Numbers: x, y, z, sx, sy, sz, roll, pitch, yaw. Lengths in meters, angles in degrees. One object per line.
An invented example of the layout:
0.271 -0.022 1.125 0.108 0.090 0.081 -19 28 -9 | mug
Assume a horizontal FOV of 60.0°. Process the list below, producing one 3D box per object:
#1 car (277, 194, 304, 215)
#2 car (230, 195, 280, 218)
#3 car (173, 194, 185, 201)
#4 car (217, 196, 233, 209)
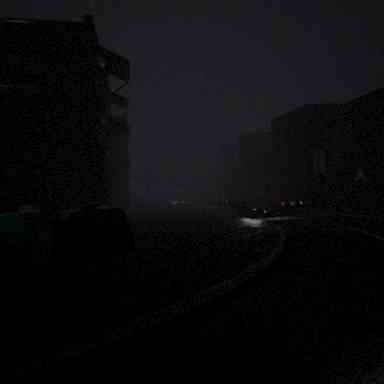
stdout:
7.665 0.993 28.650 2.097 1.767 4.553 -2 -1 -9 | car
4.892 1.241 26.617 1.837 1.490 4.892 -2 -1 -10 | car
-2.630 1.114 66.946 1.812 1.442 4.674 -2 3 -10 | car
4.777 1.302 44.525 2.097 1.767 4.553 -2 0 -11 | car
